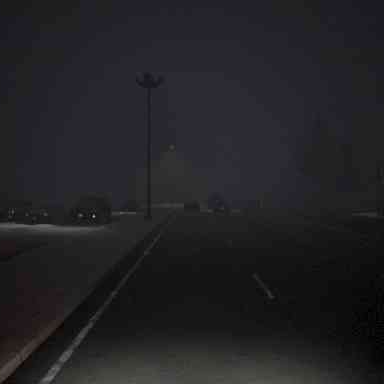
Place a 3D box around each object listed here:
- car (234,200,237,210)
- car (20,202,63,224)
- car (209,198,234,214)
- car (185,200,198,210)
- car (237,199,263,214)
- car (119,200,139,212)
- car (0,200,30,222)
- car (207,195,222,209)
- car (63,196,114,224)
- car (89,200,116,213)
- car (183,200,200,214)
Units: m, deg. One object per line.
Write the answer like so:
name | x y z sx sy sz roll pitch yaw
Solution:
car | 6.936 1.837 49.150 2.033 1.411 5.357 0 0 0
car | -11.567 1.684 26.790 1.812 1.442 4.674 0 -1 0
car | 3.449 1.795 39.142 1.994 1.385 4.181 0 0 0
car | -0.064 1.891 49.171 1.895 1.301 4.718 0 0 0
car | 6.949 1.583 39.118 2.097 1.767 4.553 0 0 0
car | -8.057 1.804 43.296 2.033 1.411 5.357 0 0 0
car | -15.066 1.518 28.192 2.097 1.767 4.553 0 0 0
car | 3.436 1.511 49.177 2.150 2.045 5.566 0 0 0
car | -8.062 1.383 26.874 2.150 2.045 5.566 0 -1 0
car | -11.557 1.855 43.295 2.033 1.411 5.357 0 0 0
car | -0.051 1.720 38.721 2.128 1.511 4.902 0 0 0
